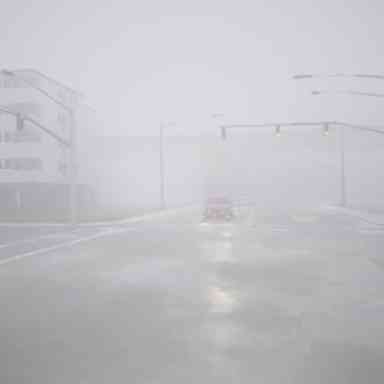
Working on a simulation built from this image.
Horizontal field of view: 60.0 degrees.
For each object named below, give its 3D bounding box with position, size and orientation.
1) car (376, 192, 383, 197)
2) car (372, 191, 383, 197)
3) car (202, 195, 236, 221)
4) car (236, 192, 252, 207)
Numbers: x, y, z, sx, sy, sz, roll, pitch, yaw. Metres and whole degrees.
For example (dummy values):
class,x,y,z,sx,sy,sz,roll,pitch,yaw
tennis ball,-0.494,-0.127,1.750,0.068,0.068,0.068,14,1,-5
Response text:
class,x,y,z,sx,sy,sz,roll,pitch,yaw
car,47.417,0.523,81.121,1.853,1.218,4.536,-1,0,-17
car,47.435,0.681,81.071,2.038,1.542,4.974,-1,0,-17
car,2.201,1.314,27.380,2.150,2.045,5.566,-1,2,10
car,7.734,1.093,50.770,2.150,2.045,5.566,-2,0,18
